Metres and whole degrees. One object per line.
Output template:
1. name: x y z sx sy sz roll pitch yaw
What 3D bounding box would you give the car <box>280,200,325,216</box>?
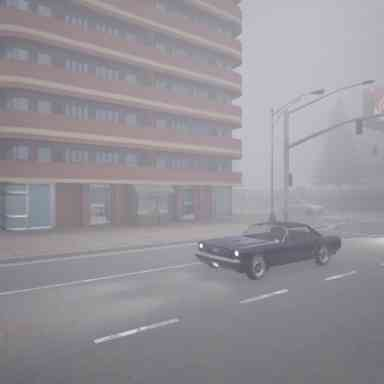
1. car: 10.966 1.526 33.329 1.812 1.442 4.674 0 0 -37

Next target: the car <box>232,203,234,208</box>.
1. car: 3.370 1.601 43.668 1.895 1.301 4.718 0 0 -36

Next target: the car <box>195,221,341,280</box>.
1. car: 2.409 1.601 10.061 4.718 1.301 1.895 0 0 -36
